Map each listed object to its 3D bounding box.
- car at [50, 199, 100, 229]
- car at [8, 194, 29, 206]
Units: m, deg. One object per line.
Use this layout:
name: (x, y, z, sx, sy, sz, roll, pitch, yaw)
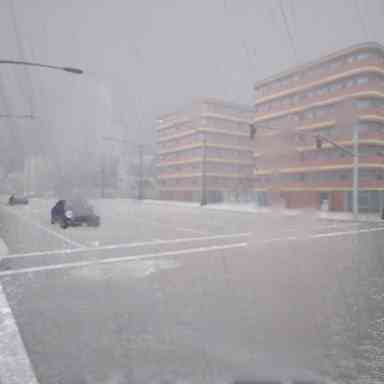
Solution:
car: (-7.368, 1.245, 20.840, 2.097, 1.767, 4.553, 0, 0, -34)
car: (-22.106, 0.993, 42.370, 1.812, 1.442, 4.674, 0, 1, -34)
